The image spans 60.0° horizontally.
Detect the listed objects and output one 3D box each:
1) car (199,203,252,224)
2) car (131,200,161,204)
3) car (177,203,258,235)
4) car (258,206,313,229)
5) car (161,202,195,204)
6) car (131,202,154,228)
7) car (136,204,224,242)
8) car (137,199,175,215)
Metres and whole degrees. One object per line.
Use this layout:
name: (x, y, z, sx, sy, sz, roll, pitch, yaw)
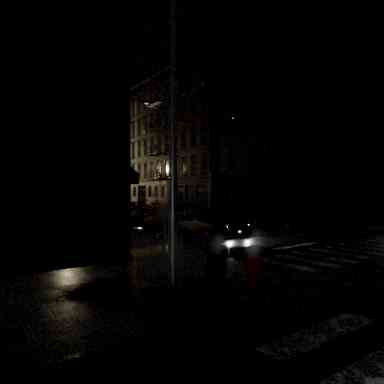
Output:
car: (2.529, 1.584, 25.884, 1.802, 1.307, 4.206, 0, 0, -35)
car: (-4.807, 1.521, 26.730, 2.128, 1.511, 4.902, 0, 0, -35)
car: (0.947, 1.569, 18.687, 2.033, 1.411, 5.357, 0, 0, -32)
car: (5.668, 1.564, 21.475, 1.947, 1.339, 4.313, 0, 0, -35)
car: (-0.610, 1.572, 30.294, 1.947, 1.339, 4.313, 0, 0, -35)
car: (-4.015, 1.587, 21.238, 2.008, 1.369, 4.403, 0, 0, -35)
car: (-0.777, 1.558, 16.689, 1.752, 1.417, 4.829, 0, 0, -35)
car: (-3.848, 1.535, 34.842, 1.752, 1.417, 4.829, 0, 0, -35)
